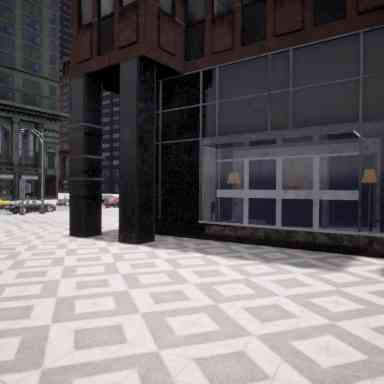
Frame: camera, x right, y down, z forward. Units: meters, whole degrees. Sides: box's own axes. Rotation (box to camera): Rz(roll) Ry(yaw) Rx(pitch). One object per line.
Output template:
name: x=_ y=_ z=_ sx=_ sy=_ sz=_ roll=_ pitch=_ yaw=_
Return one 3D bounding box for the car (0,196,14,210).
car: x=-22.092 y=1.233 z=35.880 sx=1.752 sy=1.417 sz=4.829 roll=2 pitch=2 yaw=36

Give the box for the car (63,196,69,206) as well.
car: x=-15.935 y=1.132 z=44.478 sx=2.008 sy=1.369 sz=4.403 roll=2 pitch=2 yaw=36

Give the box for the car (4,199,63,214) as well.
car: x=-14.961 y=1.342 z=31.198 sx=2.008 sy=1.369 sz=4.403 roll=2 pitch=2 yaw=36

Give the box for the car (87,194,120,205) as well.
car: x=-12.906 y=1.082 z=48.707 sx=1.947 sy=1.339 sz=4.313 roll=2 pitch=2 yaw=36

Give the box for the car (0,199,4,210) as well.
car: x=-18.093 y=1.419 z=26.825 sx=1.947 sy=1.339 sz=4.313 roll=2 pitch=2 yaw=36

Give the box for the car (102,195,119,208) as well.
car: x=-8.698 y=1.244 z=39.942 sx=1.802 sy=1.307 sz=4.206 roll=2 pitch=2 yaw=36
